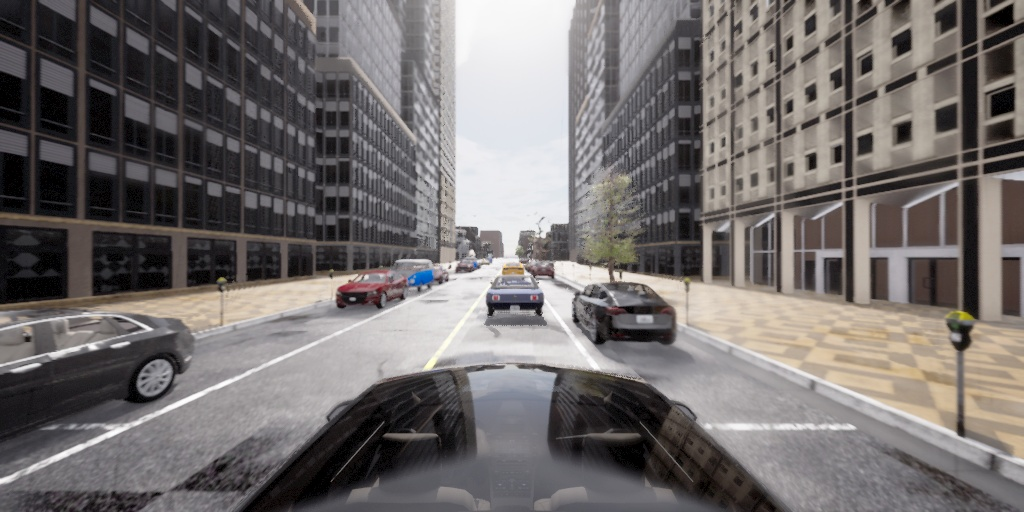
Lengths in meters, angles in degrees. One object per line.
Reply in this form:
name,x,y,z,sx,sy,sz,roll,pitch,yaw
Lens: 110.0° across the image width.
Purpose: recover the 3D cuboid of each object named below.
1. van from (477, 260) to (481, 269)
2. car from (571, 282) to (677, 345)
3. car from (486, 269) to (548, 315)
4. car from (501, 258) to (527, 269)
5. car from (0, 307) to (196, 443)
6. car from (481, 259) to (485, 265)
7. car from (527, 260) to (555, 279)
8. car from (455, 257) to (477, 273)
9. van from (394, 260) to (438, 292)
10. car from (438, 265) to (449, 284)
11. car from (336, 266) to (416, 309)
van,-5.698,1.074,49.204,1.690,1.789,3.998,0,0,0
car,2.689,1.315,9.346,1.948,1.339,4.313,0,0,0
car,0.097,1.349,13.548,1.895,1.301,4.718,0,0,0
car,0.094,1.220,31.424,1.882,1.535,5.008,0,0,0
car,-5.691,1.301,3.666,2.007,1.370,4.403,0,0,0
car,-5.699,1.296,54.896,1.948,1.339,4.313,0,0,0
car,2.685,1.182,32.113,1.967,1.591,4.097,0,0,0
car,-5.697,1.177,43.511,1.967,1.591,4.097,0,0,0
van,-5.694,1.088,20.743,1.690,1.789,3.998,0,0,0
car,-5.694,1.327,26.435,1.802,1.307,4.207,0,0,0
car,-5.693,1.294,15.050,1.888,1.381,4.507,0,0,0
